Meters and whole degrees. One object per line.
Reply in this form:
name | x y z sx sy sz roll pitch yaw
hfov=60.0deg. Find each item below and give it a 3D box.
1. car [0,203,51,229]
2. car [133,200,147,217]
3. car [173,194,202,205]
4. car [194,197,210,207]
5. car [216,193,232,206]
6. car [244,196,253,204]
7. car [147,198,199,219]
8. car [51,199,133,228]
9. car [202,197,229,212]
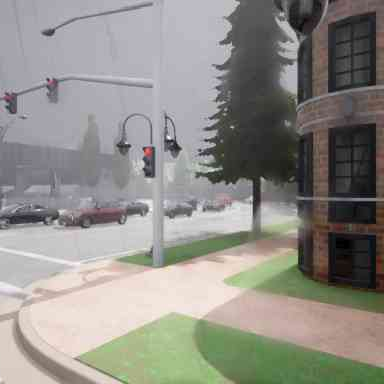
car | -11.079 1.491 21.644 2.128 1.511 4.902 0 0 35
car | -5.814 1.491 29.431 2.128 1.511 4.902 0 0 31
car | -1.034 1.224 38.642 2.150 2.045 5.566 0 0 19
car | 1.594 1.528 54.127 2.128 1.511 4.902 0 0 -3
car | 5.083 1.223 53.642 2.150 2.045 5.566 0 0 -1
car | 11.104 1.526 61.562 1.812 1.442 4.674 0 0 -10
car | -1.583 1.526 29.628 1.812 1.442 4.674 0 0 31
car | -6.501 1.352 22.114 2.097 1.767 4.553 0 0 34
car | 2.582 1.564 38.637 1.994 1.385 4.181 0 0 18
